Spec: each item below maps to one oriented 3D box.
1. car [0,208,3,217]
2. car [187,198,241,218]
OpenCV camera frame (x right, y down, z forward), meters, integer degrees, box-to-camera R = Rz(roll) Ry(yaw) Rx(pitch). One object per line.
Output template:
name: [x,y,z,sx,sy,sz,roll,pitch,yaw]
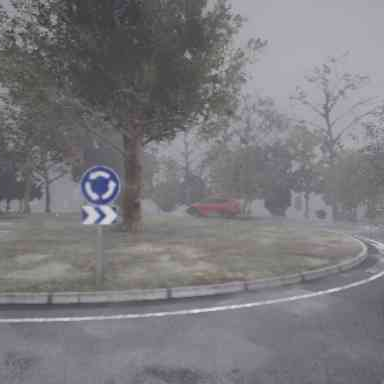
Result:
car: [-17.937,1.592,27.338,1.994,1.385,4.181,0,-1,32]
car: [2.252,1.584,34.378,5.566,2.045,2.150,1,-1,24]
